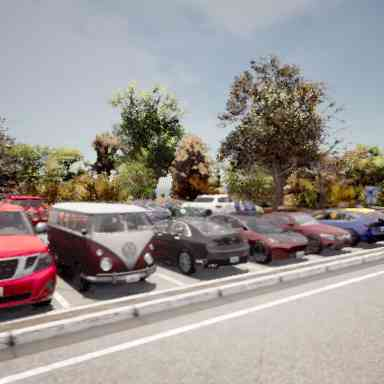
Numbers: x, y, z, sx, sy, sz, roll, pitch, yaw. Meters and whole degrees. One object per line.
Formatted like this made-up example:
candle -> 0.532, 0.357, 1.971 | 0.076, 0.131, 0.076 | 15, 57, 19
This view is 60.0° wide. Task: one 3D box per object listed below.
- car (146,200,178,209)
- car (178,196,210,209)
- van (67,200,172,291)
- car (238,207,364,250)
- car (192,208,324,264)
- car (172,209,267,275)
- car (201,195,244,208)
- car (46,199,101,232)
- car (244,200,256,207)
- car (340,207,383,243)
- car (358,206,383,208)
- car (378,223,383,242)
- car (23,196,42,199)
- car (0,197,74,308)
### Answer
car -> -3.351, 1.409, 24.693 | 2.185, 1.767, 4.553 | 0, 0, -35
car -> -1.074, 1.411, 26.295 | 2.185, 1.767, 4.553 | 0, 0, -35
van -> -2.565, 1.303, 9.071 | 1.878, 1.987, 4.442 | 0, 0, -35
car -> 4.296, 1.575, 14.045 | 2.002, 1.452, 4.674 | 0, 0, -35
car -> 2.038, 1.562, 12.417 | 2.163, 1.488, 4.792 | 0, 0, -35
car -> -0.251, 1.532, 10.834 | 2.231, 1.521, 4.892 | 0, 0, -35
car -> 1.308, 1.288, 27.968 | 2.435, 2.045, 5.566 | 0, 0, -35
car -> -7.768, 1.405, 21.508 | 2.185, 1.767, 4.553 | 0, 0, -35
car -> 3.620, 1.415, 29.522 | 2.185, 1.767, 4.553 | 0, 0, -35
car -> 6.557, 1.566, 15.669 | 2.163, 1.488, 4.792 | 0, 0, -35
car -> 8.956, 1.536, 17.095 | 1.946, 1.575, 5.366 | 0, 0, -35
car -> 6.984, 1.527, 8.629 | 4.674, 1.442, 1.812 | 0, 0, -35
car -> -10.181, 1.278, 19.882 | 2.435, 2.045, 5.566 | 0, 0, -35
car -> -4.790, 1.275, 7.613 | 2.435, 2.045, 5.566 | 0, 0, -35
